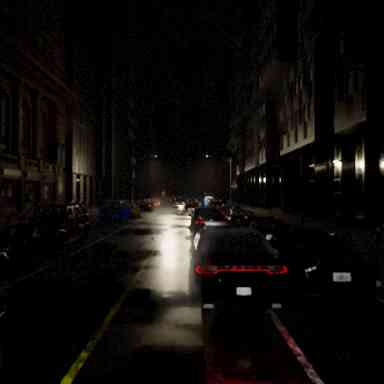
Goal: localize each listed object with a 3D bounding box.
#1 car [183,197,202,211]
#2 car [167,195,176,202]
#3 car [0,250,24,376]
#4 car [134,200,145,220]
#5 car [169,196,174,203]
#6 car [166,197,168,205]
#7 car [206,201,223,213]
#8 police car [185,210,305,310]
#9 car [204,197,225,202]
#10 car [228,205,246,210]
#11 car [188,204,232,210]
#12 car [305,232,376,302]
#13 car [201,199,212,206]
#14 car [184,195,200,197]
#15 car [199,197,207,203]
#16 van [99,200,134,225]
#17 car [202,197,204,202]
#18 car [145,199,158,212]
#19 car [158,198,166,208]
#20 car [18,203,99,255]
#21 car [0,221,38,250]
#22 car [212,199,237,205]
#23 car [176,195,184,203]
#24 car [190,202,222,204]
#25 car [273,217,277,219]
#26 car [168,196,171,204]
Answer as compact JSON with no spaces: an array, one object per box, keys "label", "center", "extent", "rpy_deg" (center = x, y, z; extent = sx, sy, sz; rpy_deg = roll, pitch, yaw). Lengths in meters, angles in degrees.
[{"label":"car","center":[0.028,1.783,45.930],"extent":[1.837,1.490,4.892],"rpy_deg":[0,0,0]},{"label":"car","center":[-5.766,1.893,92.216],"extent":[2.192,1.841,5.009],"rpy_deg":[0,0,0]},{"label":"car","center":[-3.087,1.539,2.255],"extent":[1.812,1.442,4.674],"rpy_deg":[0,0,0]},{"label":"car","center":[-5.762,1.706,30.427],"extent":[1.752,1.417,4.829],"rpy_deg":[0,0,0]},{"label":"car","center":[-5.765,2.018,75.409],"extent":[2.008,1.369,4.403],"rpy_deg":[0,0,0]},{"label":"car","center":[-5.764,1.940,58.604],"extent":[1.802,1.307,4.206],"rpy_deg":[0,0,0]},{"label":"car","center":[2.762,1.834,41.815],"extent":[1.802,1.307,4.206],"rpy_deg":[0,0,0]},{"label":"police car","center":[0.858,1.473,8.162],"extent":[1.930,1.638,5.238],"rpy_deg":[0,0,0]},{"label":"car","center":[2.763,1.532,36.215],"extent":[2.192,1.841,5.009],"rpy_deg":[0,0,0]},{"label":"car","center":[2.763,1.664,19.407],"extent":[2.008,1.369,4.403],"rpy_deg":[0,0,0]},{"label":"car","center":[0.839,1.611,18.055],"extent":[1.837,1.490,4.892],"rpy_deg":[0,0,0]},{"label":"car","center":[2.764,1.613,8.204],"extent":[1.947,1.339,4.313],"rpy_deg":[0,0,0]},{"label":"car","center":[2.760,1.976,64.223],"extent":[1.802,1.307,4.206],"rpy_deg":[0,0,0]},{"label":"car","center":[-0.005,1.621,64.953],"extent":[2.150,2.045,5.566],"rpy_deg":[0,0,0]},{"label":"car","center":[2.759,2.085,86.631],"extent":[1.887,1.381,4.507],"rpy_deg":[0,0,0]},{"label":"van","center":[-5.761,1.488,24.996],"extent":[1.690,1.788,3.998],"rpy_deg":[0,0,0]},{"label":"car","center":[2.762,1.814,47.587],"extent":[1.752,1.417,4.829],"rpy_deg":[0,0,0]},{"label":"car","center":[-5.763,1.692,41.801],"extent":[1.967,1.590,4.097],"rpy_deg":[0,0,0]},{"label":"car","center":[-5.764,1.763,53.004],"extent":[1.967,1.590,4.097],"rpy_deg":[0,0,0]},{"label":"car","center":[-5.760,1.395,13.794],"extent":[2.192,1.841,5.009],"rpy_deg":[0,0,0]},{"label":"car","center":[-5.761,1.629,8.190],"extent":[1.802,1.307,4.206],"rpy_deg":[0,0,0]},{"label":"car","center":[2.763,1.587,25.010],"extent":[1.967,1.590,4.097],"rpy_deg":[0,0,0]},{"label":"car","center":[-3.006,1.901,87.967],"extent":[2.097,1.767,4.553],"rpy_deg":[0,0,0]},{"label":"car","center":[0.898,1.668,24.054],"extent":[1.812,1.442,4.674],"rpy_deg":[0,0,0]},{"label":"car","center":[2.764,1.646,13.805],"extent":[1.947,1.339,4.313],"rpy_deg":[0,0,0]},{"label":"car","center":[-5.765,1.960,64.206],"extent":[1.947,1.339,4.313],"rpy_deg":[0,0,0]}]
